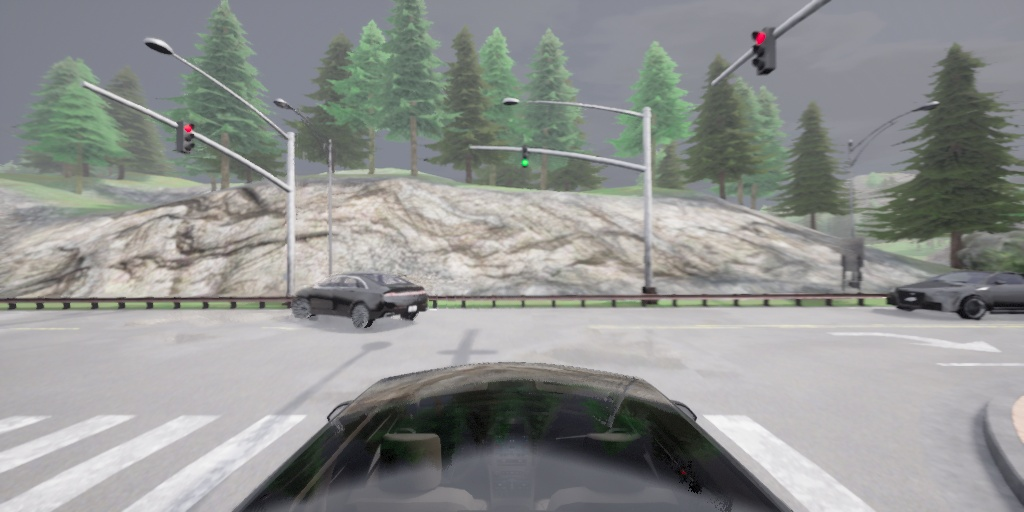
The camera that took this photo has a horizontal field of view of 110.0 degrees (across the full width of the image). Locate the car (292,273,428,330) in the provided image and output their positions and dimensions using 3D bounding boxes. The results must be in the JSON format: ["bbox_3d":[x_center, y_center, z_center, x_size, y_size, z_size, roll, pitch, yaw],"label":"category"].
[{"bbox_3d":[-4.843,1.267,11.217,4.902,1.511,2.128,0,-1,31],"label":"car"}]

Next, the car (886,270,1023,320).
[{"bbox_3d":[14.473,1.147,11.169,4.181,1.385,1.994,-1,-1,2],"label":"car"}]
